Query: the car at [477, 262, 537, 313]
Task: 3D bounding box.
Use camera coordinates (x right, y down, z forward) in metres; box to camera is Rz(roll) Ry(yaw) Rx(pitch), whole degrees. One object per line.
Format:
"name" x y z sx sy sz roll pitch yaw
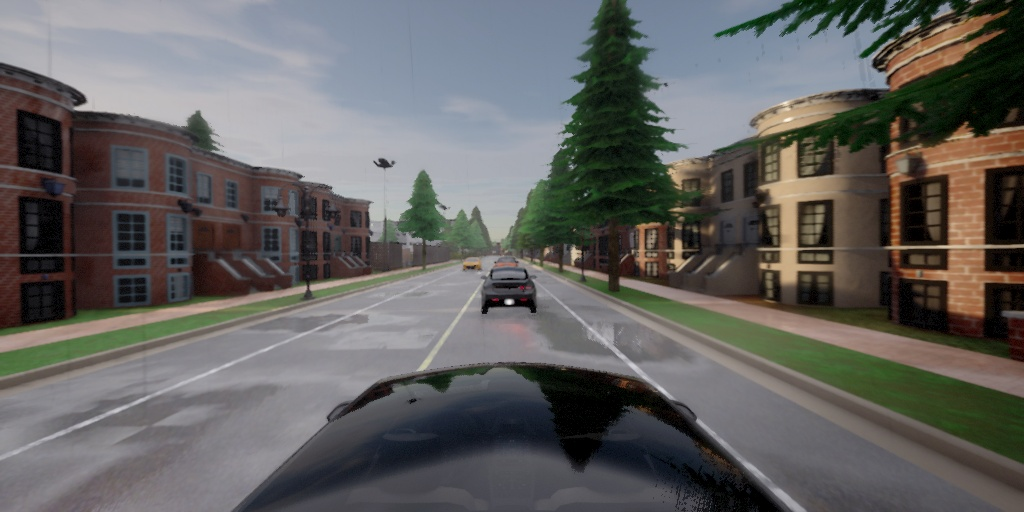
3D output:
"car" -0.127 1.141 13.421 1.837 1.490 4.892 0 1 -1

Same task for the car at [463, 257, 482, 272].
"car" -4.352 0.893 39.924 1.882 1.535 5.008 -1 1 -1

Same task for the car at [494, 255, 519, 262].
"car" -0.464 0.827 30.342 2.097 1.767 4.553 -1 1 -1
